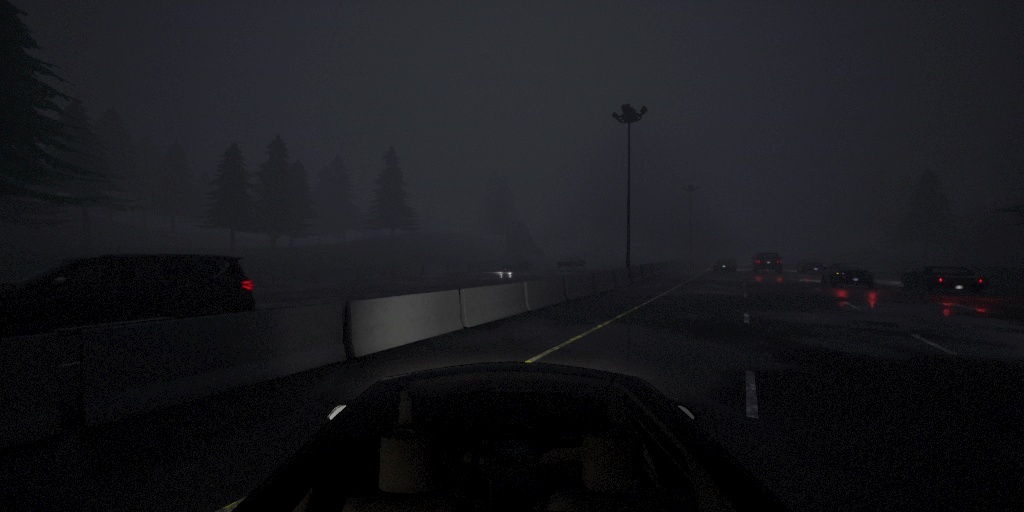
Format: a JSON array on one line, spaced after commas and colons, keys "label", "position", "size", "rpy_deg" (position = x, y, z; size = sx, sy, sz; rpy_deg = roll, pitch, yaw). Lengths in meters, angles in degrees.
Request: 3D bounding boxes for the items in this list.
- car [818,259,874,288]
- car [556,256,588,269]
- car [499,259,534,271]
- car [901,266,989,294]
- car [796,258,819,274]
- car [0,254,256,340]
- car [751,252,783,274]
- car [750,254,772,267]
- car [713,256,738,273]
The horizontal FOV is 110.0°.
[{"label": "car", "position": [20.962, 1.116, 22.503], "size": [1.812, 1.442, 4.674], "rpy_deg": [0, 1, 33]}, {"label": "car", "position": [6.553, 0.704, 39.102], "size": [1.895, 1.301, 4.718], "rpy_deg": [0, 1, 33]}, {"label": "car", "position": [0.677, 1.086, 42.906], "size": [2.033, 1.411, 5.357], "rpy_deg": [0, 1, 33]}, {"label": "car", "position": [23.170, 1.209, 19.464], "size": [1.895, 1.301, 4.718], "rpy_deg": [0, 1, 33]}, {"label": "car", "position": [28.120, 0.914, 33.625], "size": [1.812, 1.442, 4.674], "rpy_deg": [0, 1, 33]}, {"label": "car", "position": [-9.259, 0.965, 8.240], "size": [2.150, 2.045, 5.566], "rpy_deg": [0, 0, 33]}, {"label": "car", "position": [24.557, 0.628, 34.555], "size": [2.150, 2.045, 5.566], "rpy_deg": [0, 1, 33]}, {"label": "car", "position": [32.638, 0.583, 47.106], "size": [2.128, 1.511, 4.902], "rpy_deg": [0, 1, 32]}, {"label": "car", "position": [21.990, 0.956, 37.039], "size": [1.994, 1.385, 4.181], "rpy_deg": [0, 1, 33]}]
